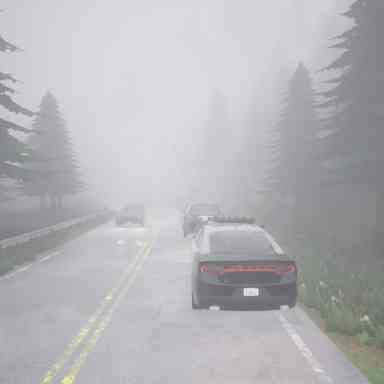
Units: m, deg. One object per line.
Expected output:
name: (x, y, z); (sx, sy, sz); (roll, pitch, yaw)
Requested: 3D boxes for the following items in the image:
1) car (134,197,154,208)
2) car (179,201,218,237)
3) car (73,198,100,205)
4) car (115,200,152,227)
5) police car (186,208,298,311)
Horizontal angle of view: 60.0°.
car: (-7.000, 1.455, 46.070); (1.837, 1.490, 4.892); (-3, 1, -35)
car: (0.529, 1.311, 17.928); (2.097, 1.767, 4.553); (0, 0, -3)
car: (-17.595, 1.763, 55.345); (4.902, 1.511, 2.128); (-3, 3, 27)
car: (-4.086, 1.523, 23.061); (2.033, 1.411, 5.357); (0, 0, -5)
police car: (0.905, 1.408, 7.957); (1.930, 1.638, 5.238); (0, 0, -1)
